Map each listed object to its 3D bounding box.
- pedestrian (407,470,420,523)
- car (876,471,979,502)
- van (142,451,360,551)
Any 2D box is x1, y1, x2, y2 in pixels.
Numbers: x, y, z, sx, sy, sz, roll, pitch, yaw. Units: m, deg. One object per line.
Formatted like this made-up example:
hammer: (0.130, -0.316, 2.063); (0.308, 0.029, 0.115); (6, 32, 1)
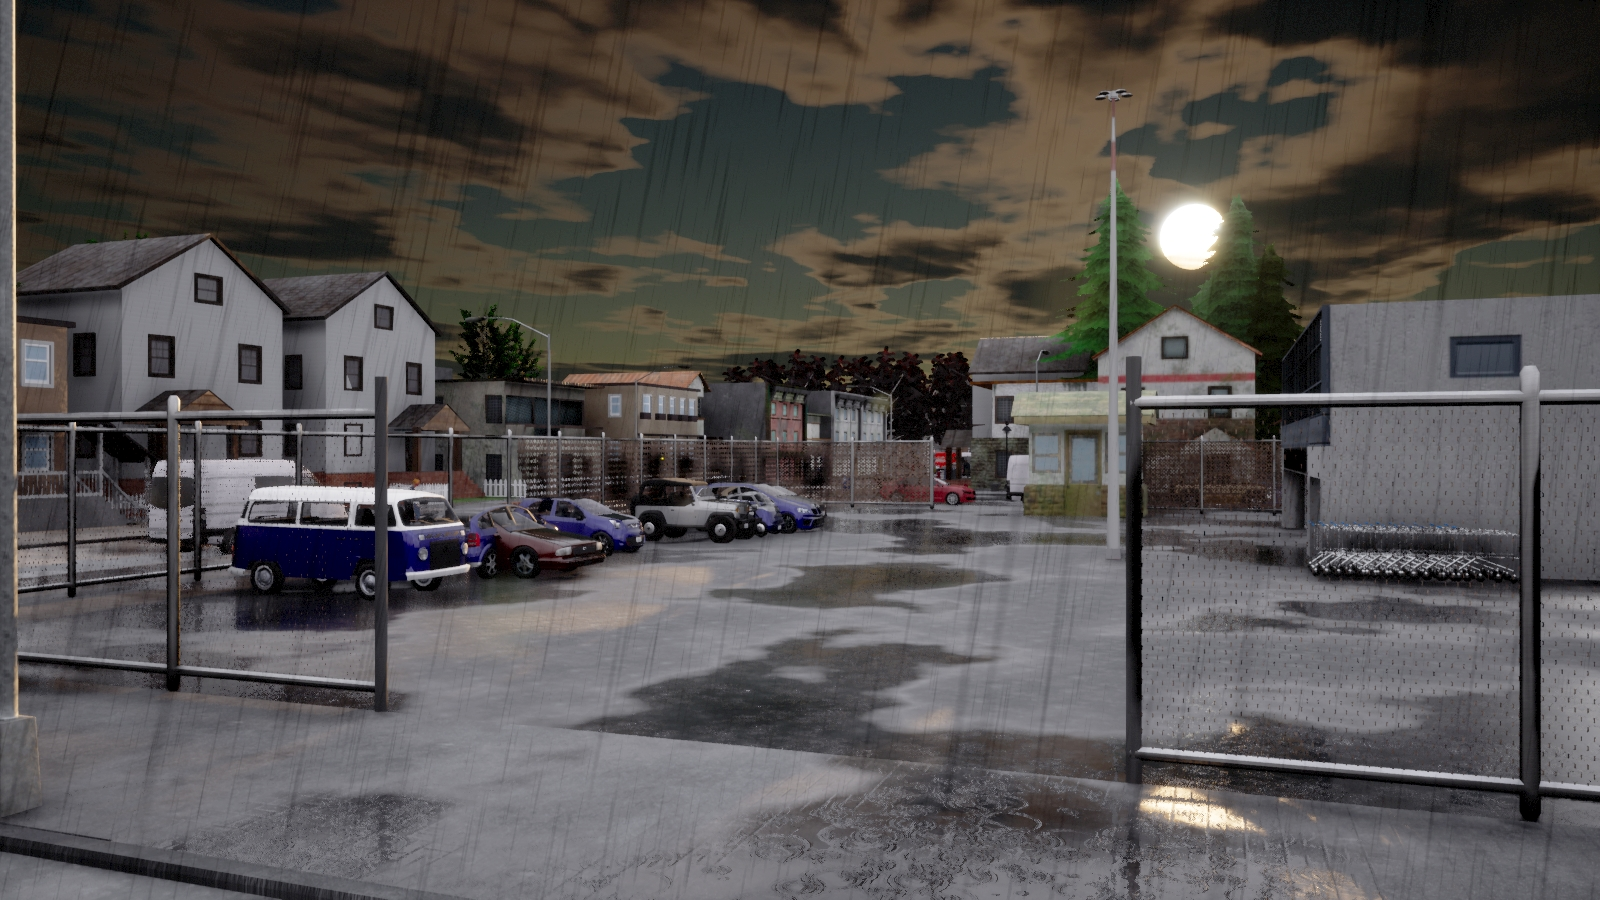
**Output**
pedestrian: (-13.641, 1.633, 40.283); (0.375, 1.860, 0.375); (0, 0, -28)
car: (6.522, 1.843, 58.394); (4.892, 1.480, 2.231); (0, 0, 19)
van: (-15.487, 1.319, 32.725); (1.988, 2.561, 5.915); (0, 0, 20)
